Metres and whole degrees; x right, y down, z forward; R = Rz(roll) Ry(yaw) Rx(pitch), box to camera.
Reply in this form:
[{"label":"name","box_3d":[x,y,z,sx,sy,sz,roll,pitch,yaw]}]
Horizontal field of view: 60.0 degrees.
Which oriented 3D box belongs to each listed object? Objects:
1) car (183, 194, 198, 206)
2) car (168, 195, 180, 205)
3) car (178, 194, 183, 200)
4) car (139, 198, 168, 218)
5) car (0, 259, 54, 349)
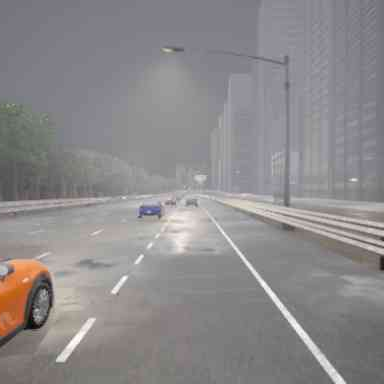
[{"label":"car","box_3d":[-0.045,1.546,56.198,2.128,1.511,4.902,0,0,0]},{"label":"car","box_3d":[-3.657,1.658,58.354,1.895,1.301,4.718,0,0,0]},{"label":"car","box_3d":[-3.786,1.465,77.807,2.097,1.767,4.553,0,0,0]},{"label":"car","box_3d":[-3.539,1.484,29.803,1.882,1.535,5.008,0,0,0]},{"label":"car","box_3d":[-3.500,1.349,4.069,2.097,1.767,4.553,0,0,0]}]
